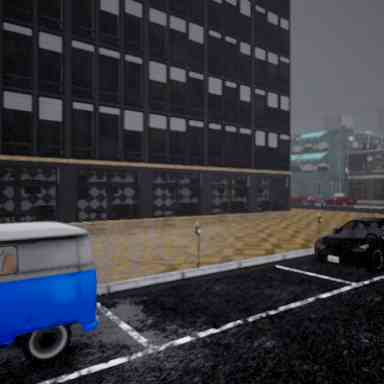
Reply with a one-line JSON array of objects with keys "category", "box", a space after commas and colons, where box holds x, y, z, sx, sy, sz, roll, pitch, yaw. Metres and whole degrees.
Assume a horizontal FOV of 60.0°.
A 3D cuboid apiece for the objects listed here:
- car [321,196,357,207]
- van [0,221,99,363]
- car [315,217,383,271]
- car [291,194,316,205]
[{"category": "car", "box": [17.769, 1.150, 40.264, 1.802, 1.307, 4.206, 1, 0, -36]}, {"category": "van", "box": [-3.239, 1.343, 4.244, 3.998, 1.788, 1.690, 0, 0, -35]}, {"category": "car", "box": [5.781, 1.512, 10.678, 4.313, 1.339, 1.947, 0, 0, -35]}, {"category": "car", "box": [14.486, 0.940, 44.735, 1.967, 1.590, 4.097, 1, 0, -36]}]
